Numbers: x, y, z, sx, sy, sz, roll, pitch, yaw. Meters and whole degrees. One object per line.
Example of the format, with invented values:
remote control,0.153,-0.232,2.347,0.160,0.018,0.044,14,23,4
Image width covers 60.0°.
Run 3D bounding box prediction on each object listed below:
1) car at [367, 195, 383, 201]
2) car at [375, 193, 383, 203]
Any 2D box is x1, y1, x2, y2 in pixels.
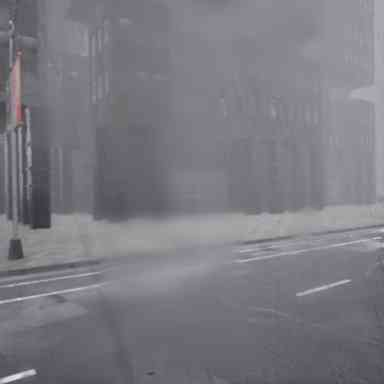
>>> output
car,40.770,1.328,72.355,1.802,1.307,4.206,-2,1,-36
car,36.979,1.203,62.987,2.192,1.841,5.009,-2,1,-36
